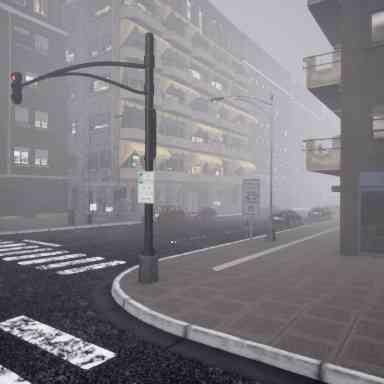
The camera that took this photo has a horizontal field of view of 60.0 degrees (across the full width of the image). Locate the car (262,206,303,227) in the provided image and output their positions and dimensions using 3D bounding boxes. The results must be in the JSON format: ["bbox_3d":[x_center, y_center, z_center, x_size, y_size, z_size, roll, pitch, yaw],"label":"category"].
[{"bbox_3d":[7.722,2.095,27.421,1.947,1.339,4.313,-1,-2,35],"label":"car"}]

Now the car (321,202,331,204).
[{"bbox_3d":[19.529,2.546,48.900,1.895,1.301,4.718,0,-1,35],"label":"car"}]

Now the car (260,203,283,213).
[{"bbox_3d":[10.597,2.327,46.148,1.887,1.381,4.507,-1,-1,35],"label":"car"}]

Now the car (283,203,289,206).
[{"bbox_3d":[13.735,2.404,50.671,1.752,1.417,4.829,-1,-1,35],"label":"car"}]

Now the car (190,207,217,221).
[{"bbox_3d":[0.892,2.063,32.162,1.802,1.307,4.206,-1,-1,35],"label":"car"}]

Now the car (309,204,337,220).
[{"bbox_3d":[14.192,2.296,36.745,1.947,1.339,4.313,-1,-2,35],"label":"car"}]

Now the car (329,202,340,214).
[{"bbox_3d":[20.759,2.458,46.210,1.752,1.417,4.829,-1,-2,35],"label":"car"}]

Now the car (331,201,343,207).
[{"bbox_3d":[36.451,3.022,83.464,1.967,1.590,4.097,-1,-1,35],"label":"car"}]

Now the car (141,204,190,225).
[{"bbox_3d":[-2.343,1.821,27.503,1.967,1.590,4.097,-1,-1,35],"label":"car"}]
